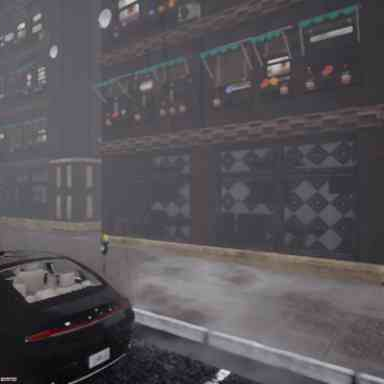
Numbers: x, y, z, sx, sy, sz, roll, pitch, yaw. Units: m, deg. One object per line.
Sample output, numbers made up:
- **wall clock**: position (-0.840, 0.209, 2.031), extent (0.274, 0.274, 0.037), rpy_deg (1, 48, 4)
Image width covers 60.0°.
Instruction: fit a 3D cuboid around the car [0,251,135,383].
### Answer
- **car**: position (-2.771, 1.545, 4.851), extent (4.403, 1.369, 2.008), rpy_deg (0, 0, 35)
